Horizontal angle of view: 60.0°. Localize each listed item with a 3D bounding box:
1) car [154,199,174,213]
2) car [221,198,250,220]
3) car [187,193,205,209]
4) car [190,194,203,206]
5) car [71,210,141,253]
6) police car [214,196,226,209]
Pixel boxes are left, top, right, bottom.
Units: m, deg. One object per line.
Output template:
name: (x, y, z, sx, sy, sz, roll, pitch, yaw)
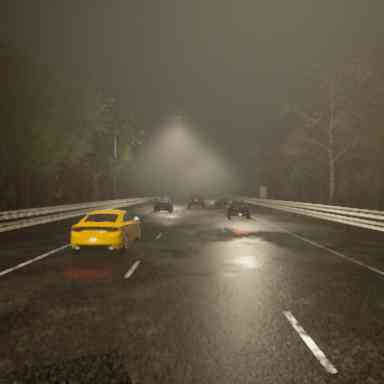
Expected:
car: (-3.068, 1.470, 36.653, 2.128, 1.511, 4.902, 0, 0, 1)
car: (3.800, 1.491, 28.416, 1.837, 1.490, 4.892, 0, 0, 1)
car: (0.567, 1.191, 43.895, 2.150, 2.045, 5.566, 0, 0, 1)
car: (0.740, 1.312, 55.585, 2.097, 1.767, 4.553, 0, 0, 2)
car: (-3.346, 1.471, 13.784, 1.882, 1.535, 5.008, 0, 0, 0)
police car: (4.069, 1.396, 45.749, 1.930, 1.638, 5.238, 0, 0, 2)
